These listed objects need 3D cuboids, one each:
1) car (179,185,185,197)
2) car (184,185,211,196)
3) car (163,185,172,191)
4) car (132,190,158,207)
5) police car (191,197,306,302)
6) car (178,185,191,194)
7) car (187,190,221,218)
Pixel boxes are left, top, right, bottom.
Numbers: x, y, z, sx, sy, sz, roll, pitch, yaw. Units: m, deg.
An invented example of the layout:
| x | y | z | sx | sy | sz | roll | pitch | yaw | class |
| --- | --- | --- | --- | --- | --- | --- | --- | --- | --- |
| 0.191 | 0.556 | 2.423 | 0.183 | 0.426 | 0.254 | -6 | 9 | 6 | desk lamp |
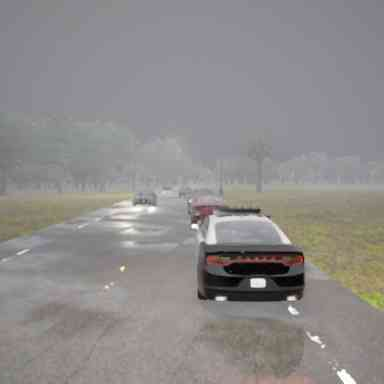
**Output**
| x | y | z | sx | sy | sz | roll | pitch | yaw | class |
| --- | --- | --- | --- | --- | --- | --- | --- | --- | --- |
| -0.896 | -0.079 | 45.792 | 2.128 | 1.511 | 4.902 | 0 | 2 | -1 | car |
| 0.710 | 0.526 | 23.748 | 2.097 | 1.767 | 4.553 | 0 | 2 | -2 | car |
| -5.203 | -0.856 | 71.684 | 1.895 | 1.301 | 4.718 | 0 | 2 | -2 | car |
| -4.103 | 0.539 | 29.708 | 1.994 | 1.385 | 4.181 | 0 | 2 | -2 | car |
| 1.022 | 1.148 | 7.846 | 1.930 | 1.638 | 5.238 | 0 | 2 | -1 | police car |
| -1.322 | -0.525 | 59.088 | 2.128 | 1.511 | 4.902 | 0 | 2 | -2 | car |
| 0.868 | 0.859 | 17.768 | 1.882 | 1.535 | 5.008 | 0 | 2 | -1 | car |
